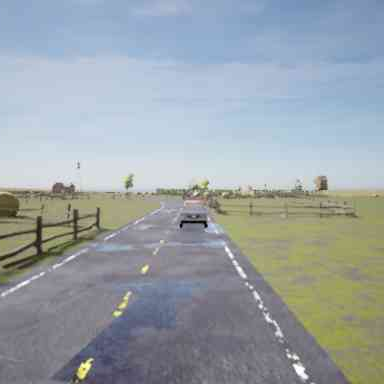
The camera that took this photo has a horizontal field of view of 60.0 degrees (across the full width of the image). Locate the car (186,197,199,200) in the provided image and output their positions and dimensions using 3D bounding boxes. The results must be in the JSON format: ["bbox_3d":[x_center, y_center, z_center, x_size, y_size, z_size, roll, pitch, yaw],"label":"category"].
[{"bbox_3d":[0.067,1.349,41.122,2.097,1.767,4.553,0,0,-1],"label":"car"}]

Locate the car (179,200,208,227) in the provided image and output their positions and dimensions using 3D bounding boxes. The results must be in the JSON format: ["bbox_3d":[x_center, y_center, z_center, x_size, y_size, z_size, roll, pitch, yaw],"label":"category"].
[{"bbox_3d":[0.103,1.546,22.746,2.033,1.411,5.357,0,0,0],"label":"car"}]
